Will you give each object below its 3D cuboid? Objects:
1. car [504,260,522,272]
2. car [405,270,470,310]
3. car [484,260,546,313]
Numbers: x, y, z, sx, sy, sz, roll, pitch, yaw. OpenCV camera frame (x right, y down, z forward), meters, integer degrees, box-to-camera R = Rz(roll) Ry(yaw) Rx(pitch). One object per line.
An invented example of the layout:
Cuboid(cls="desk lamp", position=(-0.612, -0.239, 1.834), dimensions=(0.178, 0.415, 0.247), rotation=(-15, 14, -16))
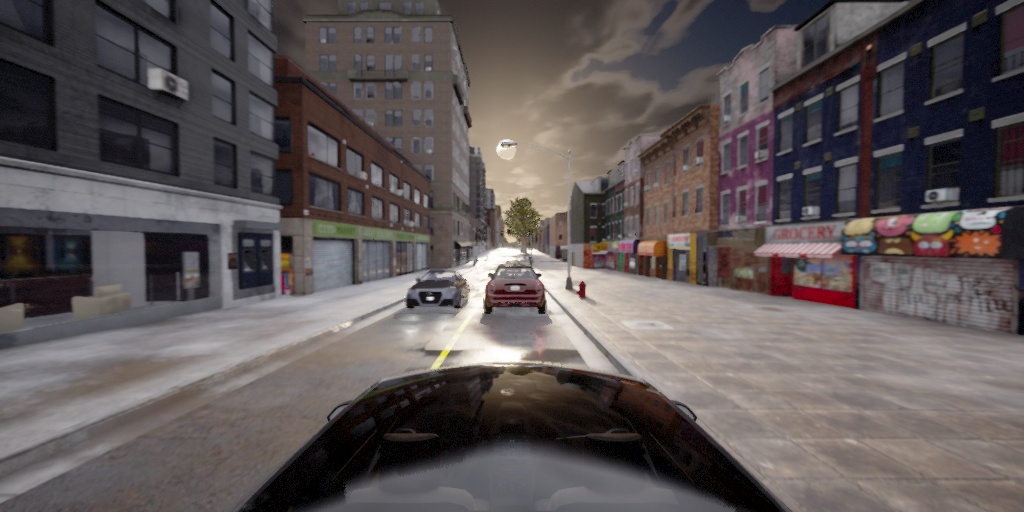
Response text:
Cuboid(cls="car", position=(0.117, 1.120, 41.579), dimensions=(1.895, 1.301, 4.718), rotation=(0, 0, 0))
Cuboid(cls="car", position=(-2.833, 1.276, 14.437), dimensions=(1.994, 1.385, 4.181), rotation=(0, 0, 0))
Cuboid(cls="car", position=(0.106, 1.067, 13.957), dimensions=(2.097, 1.767, 4.553), rotation=(0, 0, 0))
